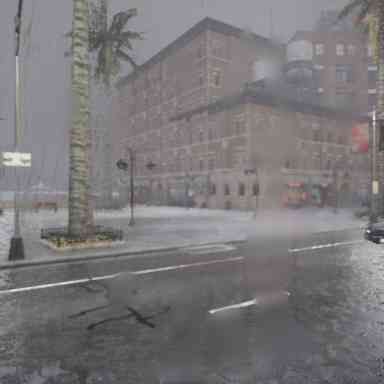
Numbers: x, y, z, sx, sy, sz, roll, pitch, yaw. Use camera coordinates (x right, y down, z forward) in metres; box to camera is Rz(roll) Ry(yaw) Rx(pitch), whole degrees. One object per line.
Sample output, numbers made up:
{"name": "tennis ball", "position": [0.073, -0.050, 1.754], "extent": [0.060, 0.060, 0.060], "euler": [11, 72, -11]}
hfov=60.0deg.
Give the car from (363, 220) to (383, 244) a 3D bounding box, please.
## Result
{"name": "car", "position": [9.684, 1.504, 14.345], "extent": [5.357, 1.411, 2.033], "euler": [0, 0, -33]}
